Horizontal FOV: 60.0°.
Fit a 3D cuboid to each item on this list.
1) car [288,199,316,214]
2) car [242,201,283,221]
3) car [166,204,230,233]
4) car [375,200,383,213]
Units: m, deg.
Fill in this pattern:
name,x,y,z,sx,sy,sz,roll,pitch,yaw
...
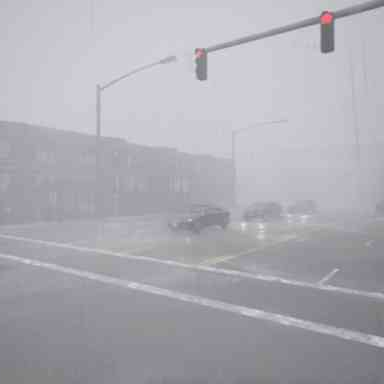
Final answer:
name,x,y,z,sx,sy,sz,roll,pitch,yaw
car,11.756,1.497,35.299,1.837,1.490,4.892,0,0,36
car,5.828,1.496,27.077,1.837,1.490,4.892,0,0,36
car,0.494,1.483,19.657,2.128,1.511,4.902,0,0,36
car,21.375,1.562,36.416,1.994,1.385,4.181,0,0,35
